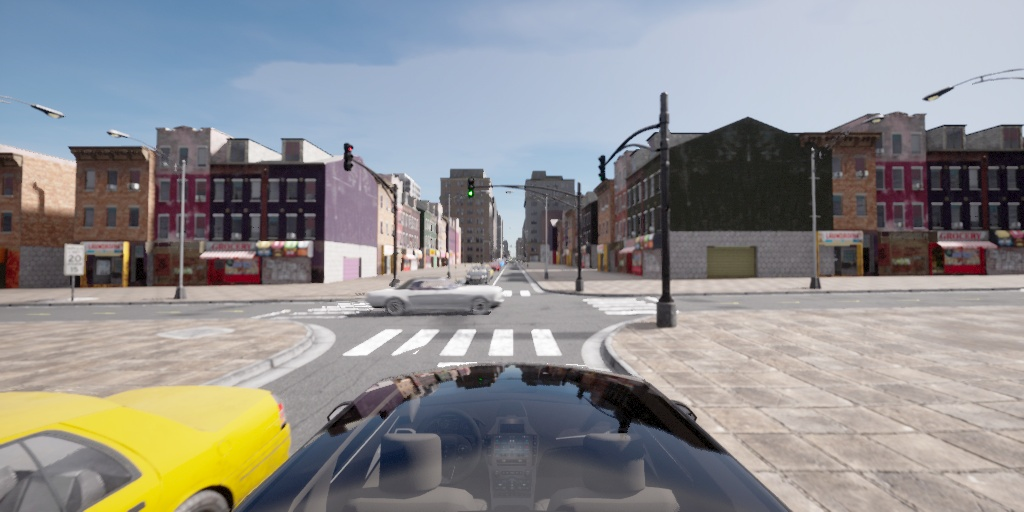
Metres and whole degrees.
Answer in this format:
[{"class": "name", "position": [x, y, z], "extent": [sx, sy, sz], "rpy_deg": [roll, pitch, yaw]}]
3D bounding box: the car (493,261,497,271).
[{"class": "car", "position": [-2.626, 1.445, 33.593], "extent": [1.751, 1.417, 4.829], "rpy_deg": [0, 0, 0]}]

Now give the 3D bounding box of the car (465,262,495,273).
[{"class": "car", "position": [-2.628, 1.444, 28.114], "extent": [2.007, 1.370, 4.403], "rpy_deg": [0, 0, 0]}]

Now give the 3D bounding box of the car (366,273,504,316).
[{"class": "car", "position": [-2.633, 1.418, 13.073], "extent": [4.718, 1.301, 1.895], "rpy_deg": [-1, -1, 0]}]

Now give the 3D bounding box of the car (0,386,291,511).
[{"class": "car", "position": [-2.637, 1.271, 0.841], "extent": [1.751, 1.417, 4.829], "rpy_deg": [0, 0, 0]}]

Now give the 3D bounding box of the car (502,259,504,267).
[{"class": "car", "position": [-2.618, 1.576, 56.358], "extent": [1.948, 1.339, 4.313], "rpy_deg": [0, 0, 0]}]

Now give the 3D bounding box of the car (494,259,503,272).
[{"class": "car", "position": [-2.620, 1.532, 50.710], "extent": [1.888, 1.381, 4.507], "rpy_deg": [0, 0, 0]}]
